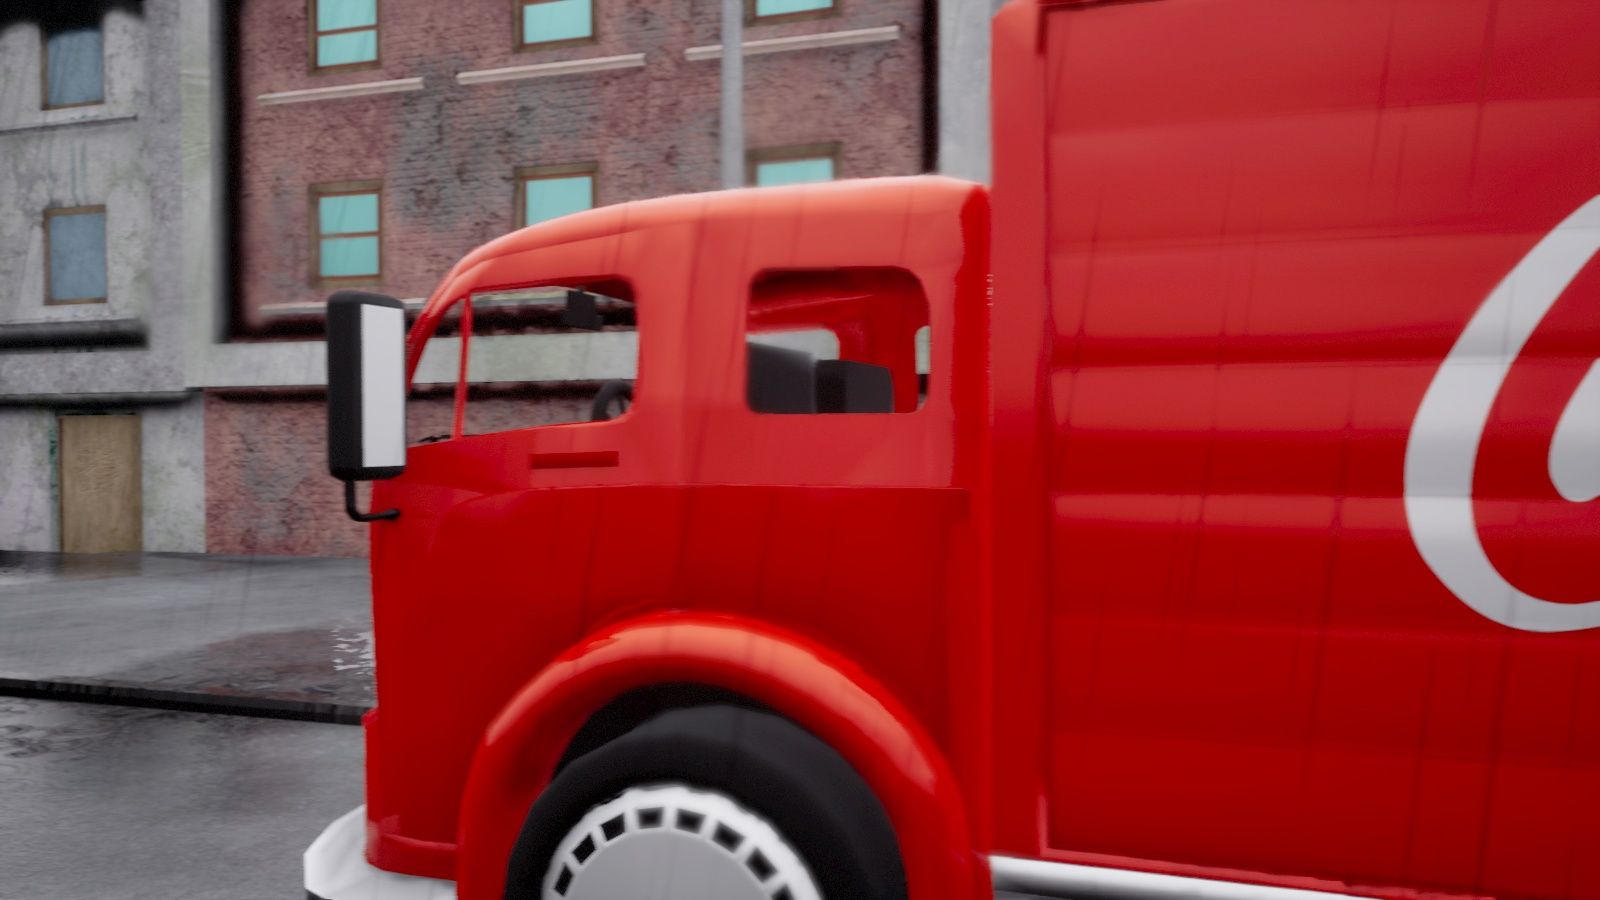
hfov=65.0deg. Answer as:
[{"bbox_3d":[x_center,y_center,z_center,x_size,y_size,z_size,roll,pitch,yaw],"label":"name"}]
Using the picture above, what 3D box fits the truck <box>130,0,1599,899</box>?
[{"bbox_3d":[1.378,0.293,3.250,5.204,2.467,2.627,1,1,19],"label":"truck"}]
